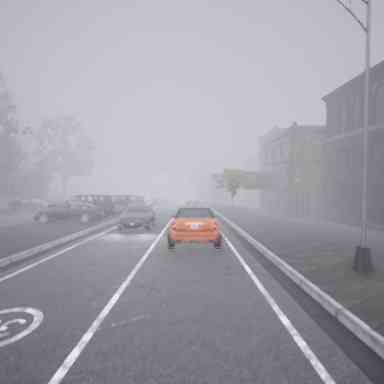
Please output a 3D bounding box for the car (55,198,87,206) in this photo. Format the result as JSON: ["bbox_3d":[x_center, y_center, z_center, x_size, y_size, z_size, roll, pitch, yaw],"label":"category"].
[{"bbox_3d":[-21.944,1.790,60.239,5.008,1.535,2.097,0,-1,0],"label":"car"}]

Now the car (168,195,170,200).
[{"bbox_3d":[-8.876,2.023,88.475,4.553,1.767,2.185,0,-1,0],"label":"car"}]

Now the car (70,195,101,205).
[{"bbox_3d":[-21.932,1.639,68.472,5.566,2.045,2.435,0,-1,0],"label":"car"}]

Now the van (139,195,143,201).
[{"bbox_3d":[-8.730,1.368,40.825,4.442,1.987,1.878,0,-1,0],"label":"van"}]

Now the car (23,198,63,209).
[{"bbox_3d":[-21.929,1.675,49.100,5.008,1.535,2.097,0,-1,0],"label":"car"}]

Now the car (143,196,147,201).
[{"bbox_3d":[-8.843,1.622,43.627,4.892,1.521,2.231,0,-1,0],"label":"car"}]

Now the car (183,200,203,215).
[{"bbox_3d":[0.101,1.629,35.876,2.033,1.411,5.357,0,-1,0],"label":"car"}]

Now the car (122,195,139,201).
[{"bbox_3d":[-8.872,1.292,35.221,5.566,2.045,2.435,0,0,0],"label":"car"}]

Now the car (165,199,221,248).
[{"bbox_3d":[0.099,1.349,14.795,2.097,1.767,4.553,0,0,0],"label":"car"}]

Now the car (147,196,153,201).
[{"bbox_3d":[-8.849,1.675,49.233,5.008,1.535,2.097,0,-1,0],"label":"car"}]

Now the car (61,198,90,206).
[{"bbox_3d":[-21.950,1.861,62.900,4.674,1.452,2.002,0,-1,0],"label":"car"}]

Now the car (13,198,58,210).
[{"bbox_3d":[-21.745,1.645,46.314,5.366,1.575,1.946,0,-1,0],"label":"car"}]

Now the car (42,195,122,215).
[{"bbox_3d":[-8.874,1.234,26.811,5.566,2.045,2.435,0,0,0],"label":"car"}]

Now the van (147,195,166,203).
[{"bbox_3d":[-8.783,1.850,82.870,4.442,1.987,1.878,0,-1,0],"label":"van"}]

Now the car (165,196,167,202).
[{"bbox_3d":[-8.863,2.033,77.261,4.792,1.488,2.163,0,-1,0],"label":"car"}]

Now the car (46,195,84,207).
[{"bbox_3d":[-21.917,1.507,57.456,5.566,2.045,2.435,0,-1,0],"label":"car"}]

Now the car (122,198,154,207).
[{"bbox_3d":[-8.858,1.731,54.844,4.892,1.521,2.231,0,-1,0],"label":"car"}]

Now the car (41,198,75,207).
[{"bbox_3d":[-21.970,1.759,54.670,4.792,1.488,2.163,0,-1,0],"label":"car"}]

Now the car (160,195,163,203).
[{"bbox_3d":[-9.063,1.855,66.049,5.366,1.575,1.946,0,-1,0],"label":"car"}]

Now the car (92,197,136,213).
[{"bbox_3d":[-8.813,1.441,38.020,4.553,1.767,2.185,0,-1,0],"label":"car"}]

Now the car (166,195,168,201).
[{"bbox_3d":[-8.891,2.039,80.064,5.008,1.535,2.097,0,-1,0],"label":"car"}]

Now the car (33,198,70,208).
[{"bbox_3d":[-21.909,1.732,51.885,4.792,1.488,2.163,0,-1,0],"label":"car"}]

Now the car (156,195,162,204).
[{"bbox_3d":[-8.868,1.823,63.249,5.008,1.535,2.097,0,-1,0],"label":"car"}]

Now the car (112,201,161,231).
[{"bbox_3d":[-3.249,1.500,20.364,1.837,1.490,4.892,0,0,0],"label":"car"}]

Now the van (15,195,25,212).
[{"bbox_3d":[-22.040,1.341,37.959,4.442,1.987,1.878,0,0,0],"label":"van"}]

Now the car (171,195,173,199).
[{"bbox_3d":[-8.887,1.970,94.082,5.566,2.045,2.435,0,-1,0],"label":"car"}]

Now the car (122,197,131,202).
[{"bbox_3d":[-8.850,1.520,32.413,4.892,1.521,2.231,0,0,0],"label":"car"}]

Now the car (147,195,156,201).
[{"bbox_3d":[-8.887,1.452,52.039,5.566,2.045,2.435,0,-1,0],"label":"car"}]

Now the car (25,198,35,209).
[{"bbox_3d":[-21.926,1.661,43.529,4.674,1.452,2.002,0,-1,0],"label":"car"}]

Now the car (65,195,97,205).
[{"bbox_3d":[-21.928,1.605,65.811,5.566,2.045,2.435,0,-1,0],"label":"car"}]

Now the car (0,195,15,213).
[{"bbox_3d":[-21.892,1.417,35.178,4.553,1.767,2.185,0,0,0],"label":"car"}]

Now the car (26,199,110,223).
[{"bbox_3d":[-8.841,1.475,24.009,4.892,1.521,2.231,0,0,0],"label":"car"}]
